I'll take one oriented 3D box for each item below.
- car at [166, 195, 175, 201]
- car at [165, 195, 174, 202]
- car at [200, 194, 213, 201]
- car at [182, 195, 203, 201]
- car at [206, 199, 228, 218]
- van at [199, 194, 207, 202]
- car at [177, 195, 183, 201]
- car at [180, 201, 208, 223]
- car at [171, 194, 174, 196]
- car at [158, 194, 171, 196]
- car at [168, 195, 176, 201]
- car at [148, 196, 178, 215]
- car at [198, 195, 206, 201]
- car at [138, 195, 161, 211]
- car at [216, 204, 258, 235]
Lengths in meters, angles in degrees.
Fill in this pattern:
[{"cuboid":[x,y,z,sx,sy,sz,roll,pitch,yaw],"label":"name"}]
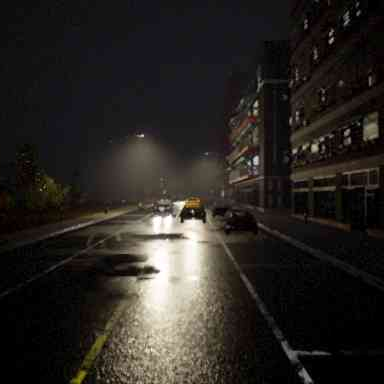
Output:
[{"cuboid":[-5.336,1.593,84.633,2.008,1.369,4.403,1,0,0],"label":"car"},{"cuboid":[-5.333,1.479,79.097,1.967,1.590,4.097,1,0,0],"label":"car"},{"cuboid":[2.556,1.344,57.321,2.192,1.841,5.009,1,0,0],"label":"car"},{"cuboid":[0.085,1.499,42.718,1.882,1.535,5.008,0,0,0],"label":"car"},{"cuboid":[2.563,1.566,29.596,2.008,1.369,4.403,1,0,0],"label":"car"},{"cuboid":[2.548,1.381,79.500,1.690,1.788,3.998,1,0,0],"label":"van"},{"cuboid":[-2.777,1.490,75.505,2.128,1.511,4.902,0,0,0],"label":"car"},{"cuboid":[0.091,1.613,25.843,1.895,1.301,4.718,0,0,0],"label":"car"},{"cuboid":[-5.330,1.352,73.560,2.192,1.841,5.009,1,0,0],"label":"car"},{"cuboid":[-5.324,1.343,56.952,2.192,1.841,5.009,1,0,0],"label":"car"},{"cuboid":[-5.338,1.590,90.169,1.887,1.381,4.507,1,0,0],"label":"car"},{"cuboid":[-2.857,1.508,34.245,2.128,1.511,4.902,0,0,0],"label":"car"},{"cuboid":[2.545,1.483,85.046,1.967,1.590,4.097,1,0,0],"label":"car"},{"cuboid":[-5.319,1.460,40.343,1.967,1.590,4.097,1,0,0],"label":"car"},{"cuboid":[2.567,1.591,18.506,1.802,1.307,4.206,1,0,0],"label":"car"}]
